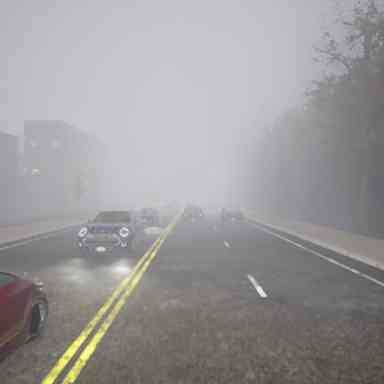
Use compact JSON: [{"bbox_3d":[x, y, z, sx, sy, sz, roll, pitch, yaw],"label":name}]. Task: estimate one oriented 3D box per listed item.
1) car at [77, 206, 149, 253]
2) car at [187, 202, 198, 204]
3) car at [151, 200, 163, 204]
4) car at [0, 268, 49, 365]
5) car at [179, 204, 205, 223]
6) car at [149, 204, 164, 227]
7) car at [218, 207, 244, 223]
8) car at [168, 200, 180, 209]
[{"bbox_3d":[-3.339,1.540,14.498,2.097,1.767,4.553,0,-1,0],"label":"car"},{"bbox_3d":[0.069,2.056,44.043,2.128,1.511,4.902,0,-1,0],"label":"car"},{"bbox_3d":[-6.511,2.268,61.894,1.882,1.535,5.008,0,-1,0],"label":"car"},{"bbox_3d":[-3.350,1.615,3.805,1.994,1.385,4.181,0,-1,0],"label":"car"},{"bbox_3d":[0.099,1.974,28.902,1.895,1.301,4.718,0,-1,0],"label":"car"},{"bbox_3d":[-3.297,1.894,25.504,1.994,1.385,4.181,0,-1,1],"label":"car"},{"bbox_3d":[3.353,1.981,29.521,1.895,1.301,4.718,0,-1,0],"label":"car"},{"bbox_3d":[-3.259,2.316,61.909,1.812,1.442,4.674,0,-1,0],"label":"car"}]
